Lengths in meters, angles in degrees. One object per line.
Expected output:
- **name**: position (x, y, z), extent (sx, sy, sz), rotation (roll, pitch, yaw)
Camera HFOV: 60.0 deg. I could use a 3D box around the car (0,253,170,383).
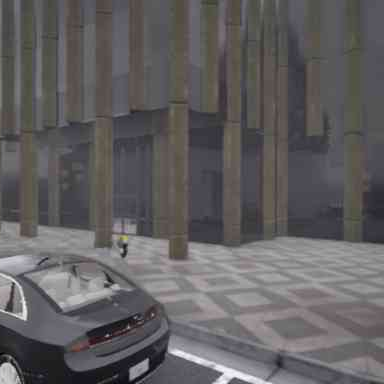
- **car**: position (-2.309, 1.536, 4.610), extent (4.403, 1.369, 2.008), rotation (0, 0, 36)
